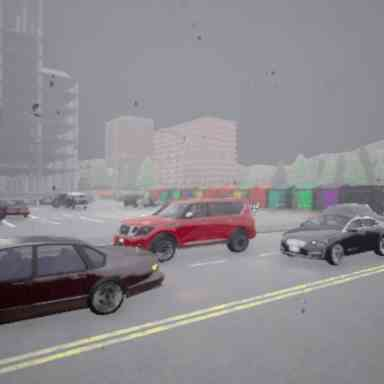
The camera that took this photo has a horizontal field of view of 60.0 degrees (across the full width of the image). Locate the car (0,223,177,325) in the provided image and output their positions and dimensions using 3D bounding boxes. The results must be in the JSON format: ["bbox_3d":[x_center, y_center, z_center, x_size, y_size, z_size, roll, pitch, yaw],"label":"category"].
[{"bbox_3d":[-3.128,1.546,6.026,5.357,1.411,2.033,0,0,-35],"label":"car"}]

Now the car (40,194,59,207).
[{"bbox_3d":[-23.318,1.381,53.624,1.784,1.438,3.905,0,0,-36],"label":"car"}]

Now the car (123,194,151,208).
[{"bbox_3d":[-7.780,1.229,46.432,1.932,1.855,4.605,0,0,-36],"label":"car"}]

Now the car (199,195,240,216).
[{"bbox_3d":[2.637,1.248,32.345,1.905,1.878,3.866,0,0,-36],"label":"car"}]

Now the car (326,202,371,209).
[{"bbox_3d":[8.282,1.437,18.302,4.553,1.767,2.097,0,0,-35],"label":"car"}]

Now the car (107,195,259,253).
[{"bbox_3d":[-0.040,1.252,12.482,5.566,2.045,2.150,0,0,-35],"label":"car"}]

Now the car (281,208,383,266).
[{"bbox_3d":[5.245,1.546,11.894,4.902,1.511,2.128,0,0,-35],"label":"car"}]

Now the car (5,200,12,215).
[{"bbox_3d":[-21.325,1.380,36.328,1.970,1.475,3.806,0,0,-36],"label":"car"}]

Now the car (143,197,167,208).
[{"bbox_3d":[-5.412,1.455,48.099,1.784,1.438,3.905,0,0,-36],"label":"car"}]

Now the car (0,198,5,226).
[{"bbox_3d":[-13.133,1.142,20.666,1.905,1.878,3.866,0,0,-36],"label":"car"}]

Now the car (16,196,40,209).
[{"bbox_3d":[-25.648,1.397,51.906,1.970,1.475,3.806,0,0,-36],"label":"car"}]

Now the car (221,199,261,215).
[{"bbox_3d":[4.972,1.503,34.054,1.970,1.475,3.806,0,0,-36],"label":"car"}]

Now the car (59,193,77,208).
[{"bbox_3d":[-21.187,1.185,55.258,1.932,1.855,4.605,0,0,-36],"label":"car"}]
